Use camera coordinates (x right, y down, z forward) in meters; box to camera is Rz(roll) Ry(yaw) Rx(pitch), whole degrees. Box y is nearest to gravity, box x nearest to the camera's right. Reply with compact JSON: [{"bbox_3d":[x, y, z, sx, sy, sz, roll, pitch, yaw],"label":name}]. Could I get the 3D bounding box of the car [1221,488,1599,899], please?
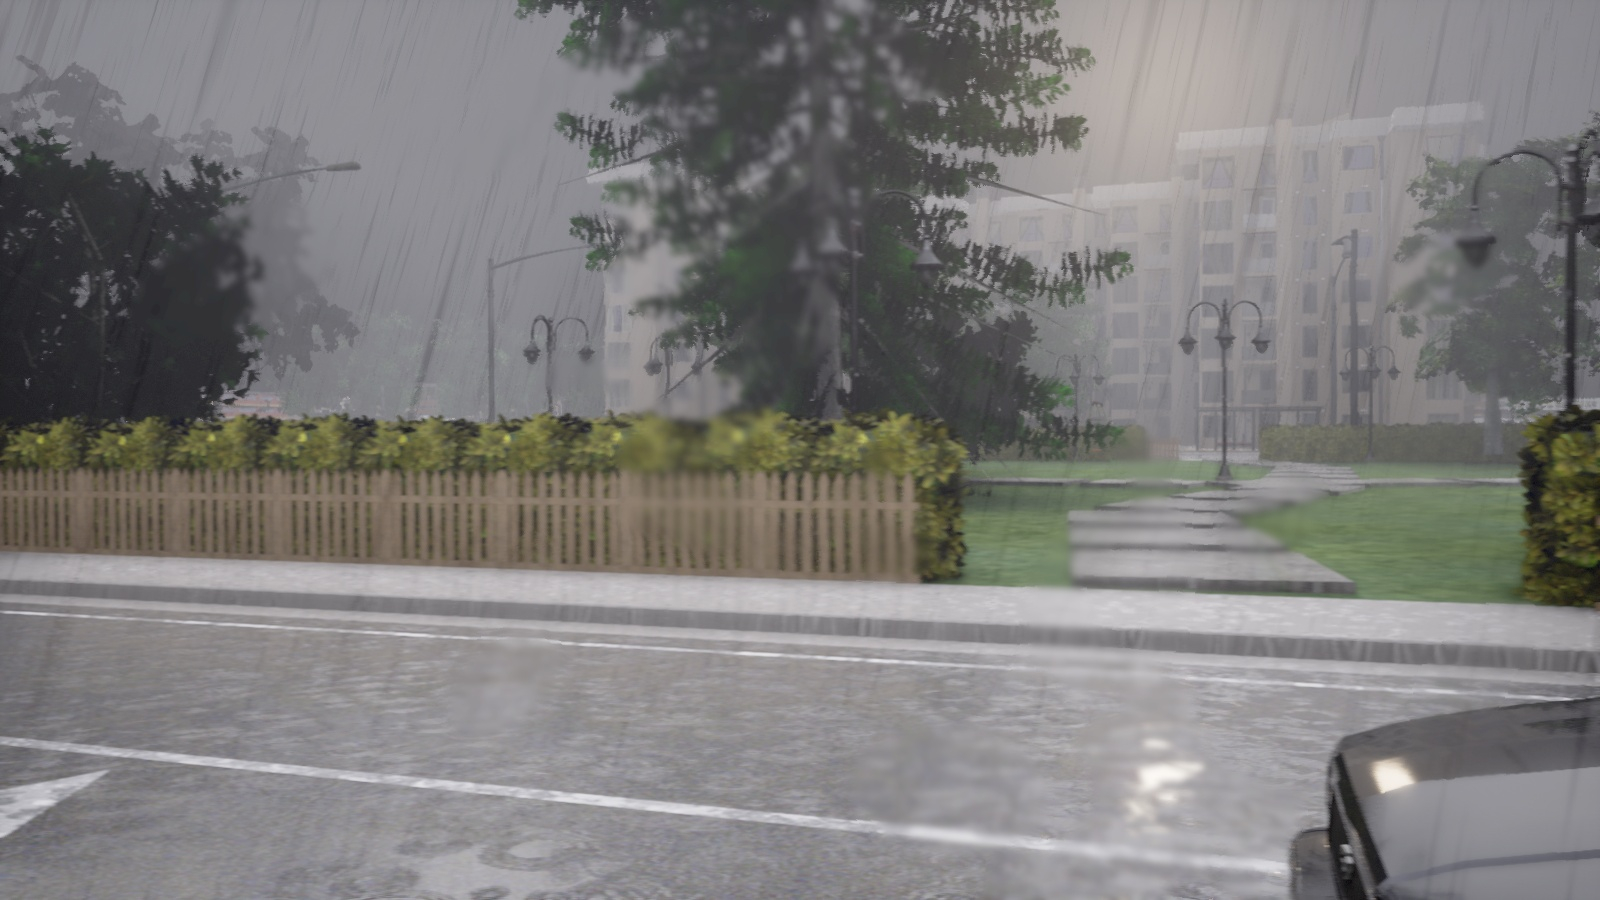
[{"bbox_3d":[3.503,0.856,2.016,5.357,1.411,2.033,0,1,19],"label":"car"}]
